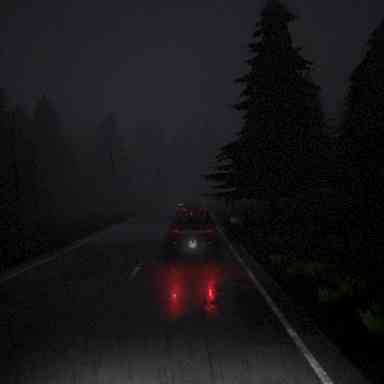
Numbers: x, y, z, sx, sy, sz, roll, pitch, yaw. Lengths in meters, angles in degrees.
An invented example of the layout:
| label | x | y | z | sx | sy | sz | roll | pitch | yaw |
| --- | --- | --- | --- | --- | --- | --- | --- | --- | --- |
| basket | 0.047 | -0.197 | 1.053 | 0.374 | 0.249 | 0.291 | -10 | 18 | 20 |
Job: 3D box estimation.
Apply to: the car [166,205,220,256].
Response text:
| label | x | y | z | sx | sy | sz | roll | pitch | yaw |
| --- | --- | --- | --- | --- | --- | --- | --- | --- | --- |
| car | 0.043 | 1.489 | 13.025 | 2.128 | 1.511 | 4.902 | 0 | 0 | 0 |

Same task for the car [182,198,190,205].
| label | x | y | z | sx | sy | sz | roll | pitch | yaw |
| --- | --- | --- | --- | --- | --- | --- | --- | --- | --- |
| car | 0.049 | 1.520 | 28.723 | 1.812 | 1.442 | 4.674 | 0 | 0 | 1 |
